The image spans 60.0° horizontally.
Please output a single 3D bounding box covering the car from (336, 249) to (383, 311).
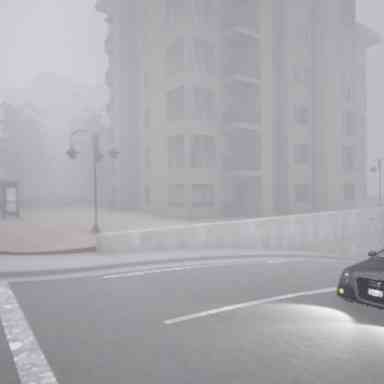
[{"bbox_3d":[5.255,1.932,7.732,4.181,1.385,1.994,4,-2,-35],"label":"car"}]
